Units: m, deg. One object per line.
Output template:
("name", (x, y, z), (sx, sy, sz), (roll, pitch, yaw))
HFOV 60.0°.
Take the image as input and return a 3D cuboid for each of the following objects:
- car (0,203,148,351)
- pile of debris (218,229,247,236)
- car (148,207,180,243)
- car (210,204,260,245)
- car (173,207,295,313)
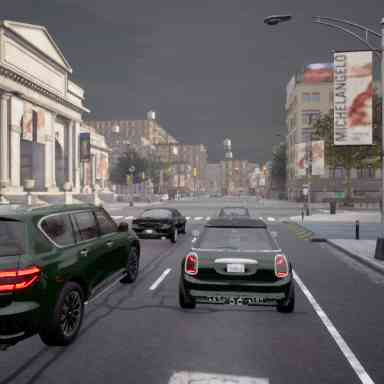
("car", (-2.665, 1.221, 6.563), (2.150, 2.045, 5.566), (0, 0, 6))
("pile of debris", (2.206, 2.175, 18.015), (1.500, 0.140, 1.860), (0, 0, 8))
("car", (-1.447, 1.478, 16.237), (1.882, 1.535, 5.008), (0, 0, 8))
("car", (2.149, 1.489, 16.779), (2.128, 1.511, 4.902), (0, 0, 7))
("car", (1.015, 1.352, 7.930), (2.097, 1.767, 4.553), (0, 0, 7))
